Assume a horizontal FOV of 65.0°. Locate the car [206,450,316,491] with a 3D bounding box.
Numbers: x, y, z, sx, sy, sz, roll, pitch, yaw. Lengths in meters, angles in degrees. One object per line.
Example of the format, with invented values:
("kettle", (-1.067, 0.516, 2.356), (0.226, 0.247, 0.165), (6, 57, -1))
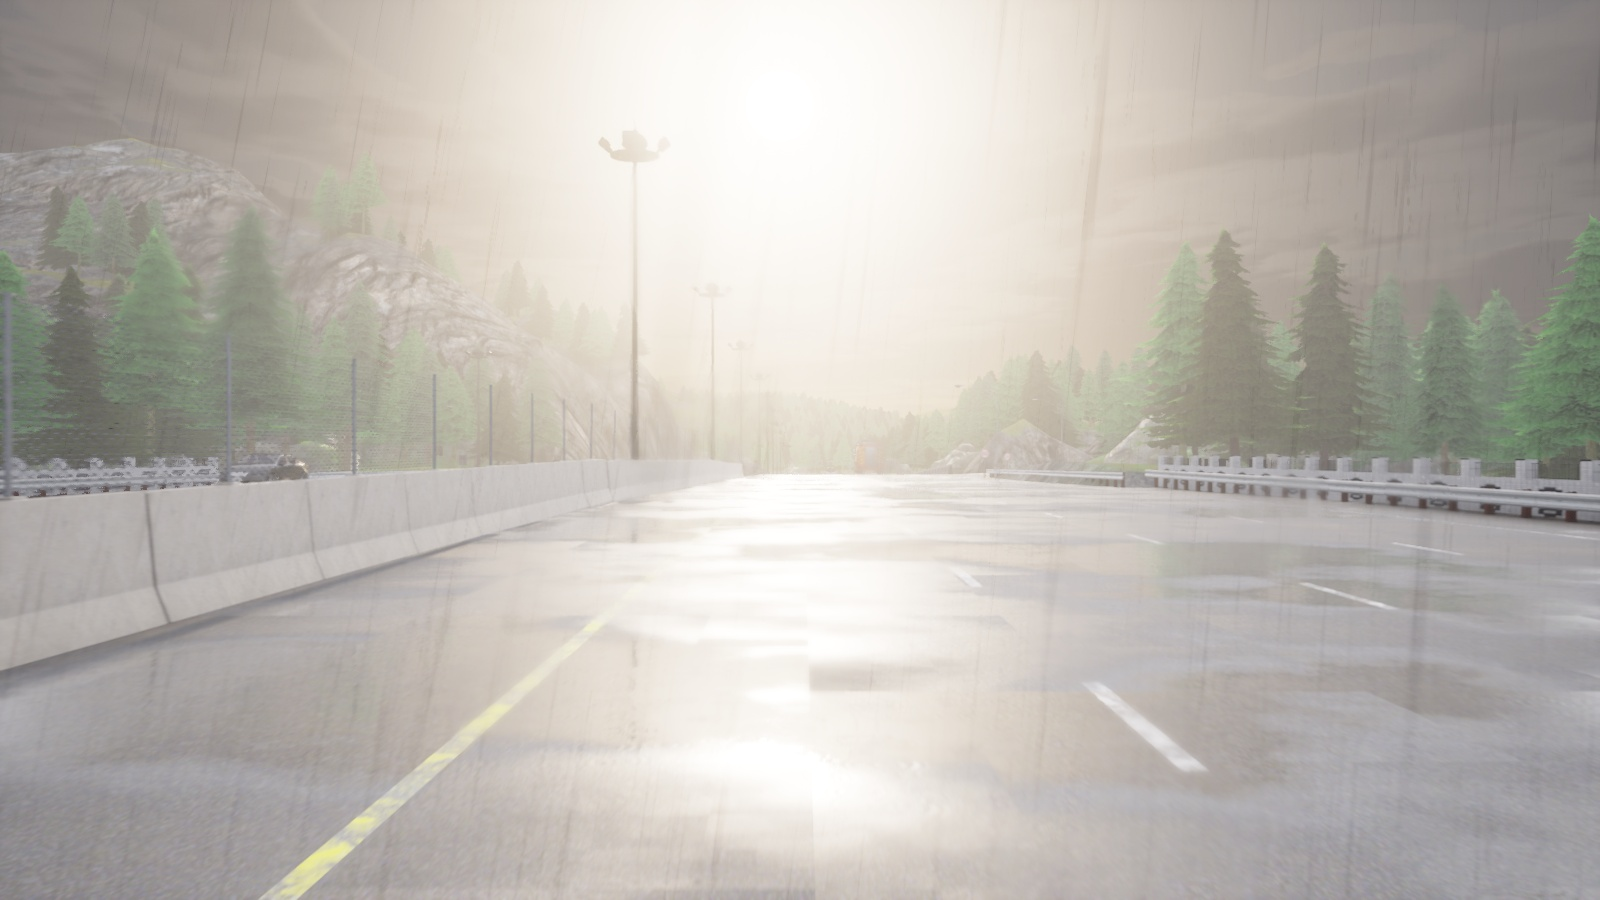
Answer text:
("car", (-20.710, 0.788, 48.490), (2.128, 1.511, 4.902), (0, -1, 0))
